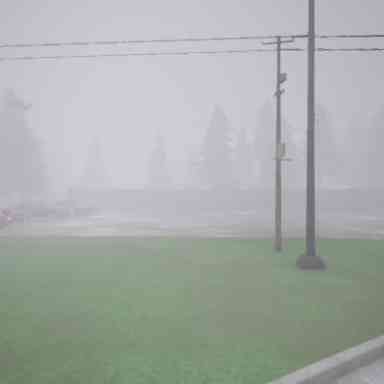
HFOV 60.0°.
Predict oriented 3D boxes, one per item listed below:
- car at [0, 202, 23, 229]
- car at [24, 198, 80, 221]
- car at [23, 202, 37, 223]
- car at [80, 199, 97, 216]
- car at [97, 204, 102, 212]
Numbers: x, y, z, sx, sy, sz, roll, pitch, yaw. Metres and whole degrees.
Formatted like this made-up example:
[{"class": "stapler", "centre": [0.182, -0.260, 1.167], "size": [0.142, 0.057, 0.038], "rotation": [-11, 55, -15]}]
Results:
[{"class": "car", "centre": [-12.960, 1.140, 18.666], "size": [5.566, 2.045, 2.150], "rotation": [0, 0, 2]}, {"class": "car", "centre": [-11.657, 1.396, 25.625], "size": [4.902, 1.511, 2.128], "rotation": [0, 0, 2]}, {"class": "car", "centre": [-13.325, 1.509, 22.183], "size": [4.718, 1.301, 1.895], "rotation": [0, 0, 2]}, {"class": "car", "centre": [-10.905, 1.462, 29.100], "size": [4.181, 1.385, 1.994], "rotation": [0, 0, 2]}, {"class": "car", "centre": [-11.329, 1.393, 32.617], "size": [4.892, 1.490, 1.837], "rotation": [0, 0, 2]}]
